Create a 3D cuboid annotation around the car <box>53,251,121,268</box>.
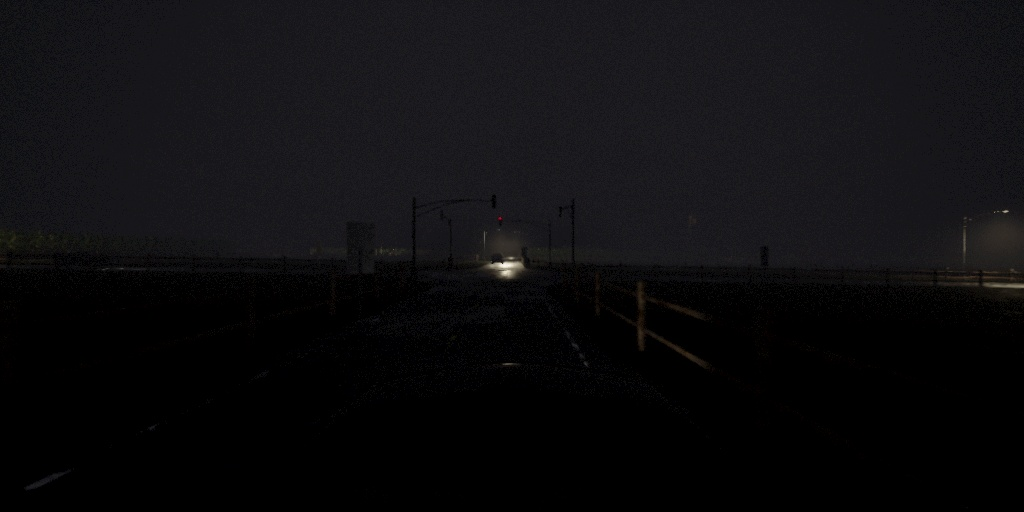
[{"bbox_3d":[-38.896,0.330,32.933,4.902,1.511,2.128,1,0,0],"label":"car"}]
